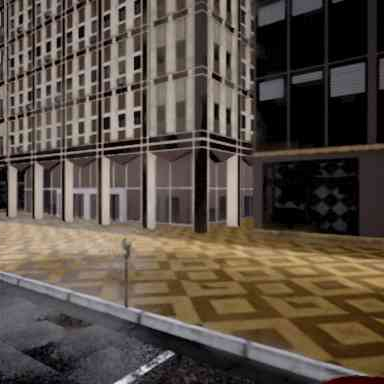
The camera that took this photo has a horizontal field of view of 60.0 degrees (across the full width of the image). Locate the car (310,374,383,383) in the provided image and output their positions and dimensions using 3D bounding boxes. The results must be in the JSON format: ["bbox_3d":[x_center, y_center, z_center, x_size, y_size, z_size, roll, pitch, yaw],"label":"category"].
[{"bbox_3d":[2.342,1.581,1.204,4.206,1.307,1.802,0,0,35],"label":"car"}]
